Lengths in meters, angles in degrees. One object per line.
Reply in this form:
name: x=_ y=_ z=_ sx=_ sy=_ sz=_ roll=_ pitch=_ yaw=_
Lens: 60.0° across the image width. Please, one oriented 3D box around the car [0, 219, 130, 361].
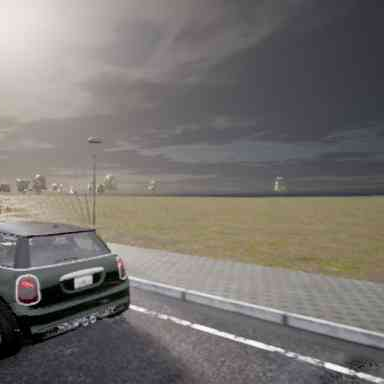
car: x=-3.296 y=1.301 z=6.093 sx=4.553 sy=1.767 sz=2.097 roll=1 pitch=0 yaw=36
